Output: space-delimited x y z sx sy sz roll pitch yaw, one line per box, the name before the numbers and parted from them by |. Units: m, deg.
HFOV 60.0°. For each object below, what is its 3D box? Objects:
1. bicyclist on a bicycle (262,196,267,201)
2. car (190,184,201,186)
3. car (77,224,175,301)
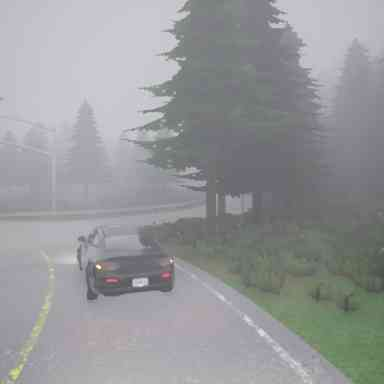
bicyclist on a bicycle | 6.358 0.911 30.351 1.656 1.620 0.582 -13 -4 35
car | 0.683 -1.706 69.702 1.994 1.385 4.181 0 5 -5
car | -1.814 1.531 8.402 1.812 1.442 4.674 0 0 -21
